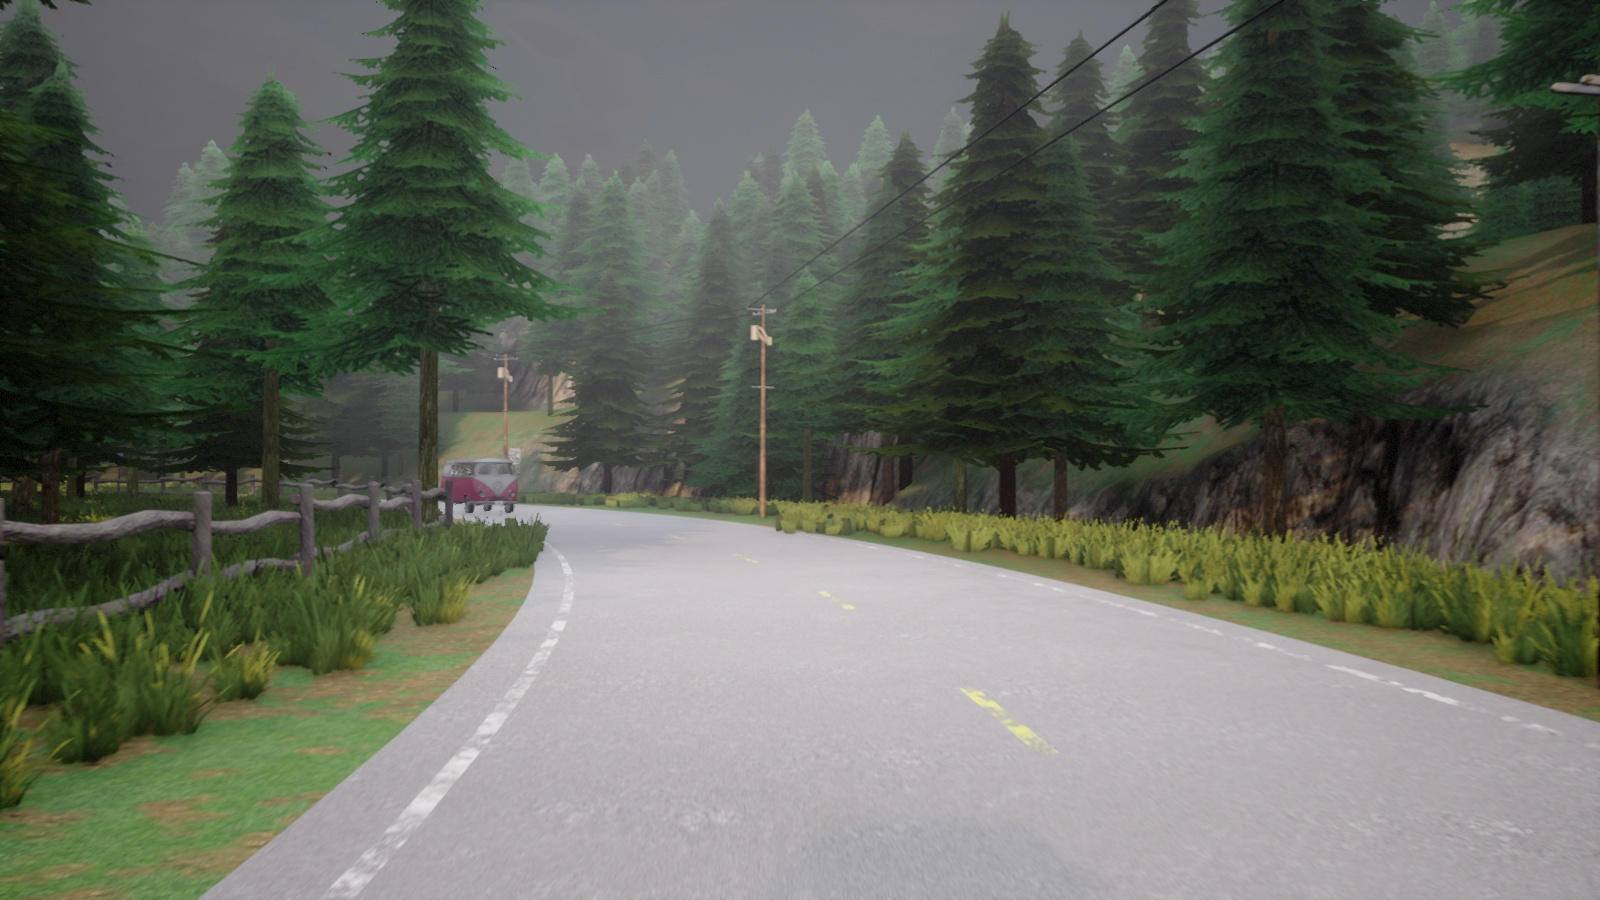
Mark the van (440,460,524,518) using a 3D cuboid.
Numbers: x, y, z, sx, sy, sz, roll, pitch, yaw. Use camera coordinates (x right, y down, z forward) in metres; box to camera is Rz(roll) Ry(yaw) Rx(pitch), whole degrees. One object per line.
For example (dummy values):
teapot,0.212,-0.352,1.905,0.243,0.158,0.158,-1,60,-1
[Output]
van,-11.621,1.380,45.681,1.775,1.987,4.442,0,-1,-31
